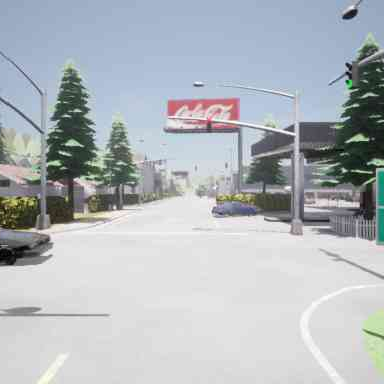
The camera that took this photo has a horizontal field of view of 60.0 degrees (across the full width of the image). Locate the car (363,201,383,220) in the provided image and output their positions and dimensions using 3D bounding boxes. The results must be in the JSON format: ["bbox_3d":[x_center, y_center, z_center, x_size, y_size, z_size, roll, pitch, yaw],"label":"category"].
[{"bbox_3d":[18.621,1.672,30.662,4.611,1.667,2.242,0,0,0],"label":"car"}]

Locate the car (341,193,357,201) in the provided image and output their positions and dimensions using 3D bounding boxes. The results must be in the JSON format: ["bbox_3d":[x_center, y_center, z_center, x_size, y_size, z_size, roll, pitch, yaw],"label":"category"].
[{"bbox_3d":[34.732,1.489,71.890,2.007,1.523,4.514,0,0,0],"label":"car"}]

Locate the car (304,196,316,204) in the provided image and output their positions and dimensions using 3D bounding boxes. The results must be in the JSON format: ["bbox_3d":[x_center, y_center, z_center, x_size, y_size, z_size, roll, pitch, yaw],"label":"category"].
[{"bbox_3d":[22.347,1.552,64.068,1.970,1.475,3.806,0,0,0],"label":"car"}]

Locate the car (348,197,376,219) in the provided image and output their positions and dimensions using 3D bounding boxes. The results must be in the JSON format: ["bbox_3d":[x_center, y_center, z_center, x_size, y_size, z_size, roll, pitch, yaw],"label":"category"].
[{"bbox_3d":[14.308,1.505,24.982,3.866,1.878,1.905,0,0,0],"label":"car"}]

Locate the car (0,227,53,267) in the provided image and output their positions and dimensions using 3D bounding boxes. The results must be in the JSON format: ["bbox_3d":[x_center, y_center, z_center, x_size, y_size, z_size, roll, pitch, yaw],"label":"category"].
[{"bbox_3d":[-7.555,1.679,10.921,5.357,1.411,2.033,-2,0,-7],"label":"car"}]

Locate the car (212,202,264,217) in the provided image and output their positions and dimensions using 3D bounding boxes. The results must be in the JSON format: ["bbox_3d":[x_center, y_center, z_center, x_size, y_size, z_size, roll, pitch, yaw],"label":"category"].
[{"bbox_3d":[4.581,1.720,33.042,5.357,1.411,2.033,1,0,-29],"label":"car"}]
